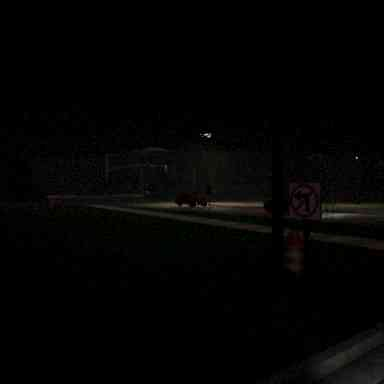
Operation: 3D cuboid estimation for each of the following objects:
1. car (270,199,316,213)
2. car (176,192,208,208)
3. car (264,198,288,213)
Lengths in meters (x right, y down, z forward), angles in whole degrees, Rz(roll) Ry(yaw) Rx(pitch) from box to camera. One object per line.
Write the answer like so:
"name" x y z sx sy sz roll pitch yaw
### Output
"car" 10.970 1.445 36.489 1.895 1.301 4.718 0 0 -35
"car" -0.076 0.996 46.362 2.150 2.045 5.566 0 0 -35
"car" 9.320 1.340 32.732 1.882 1.535 5.008 0 1 -35
